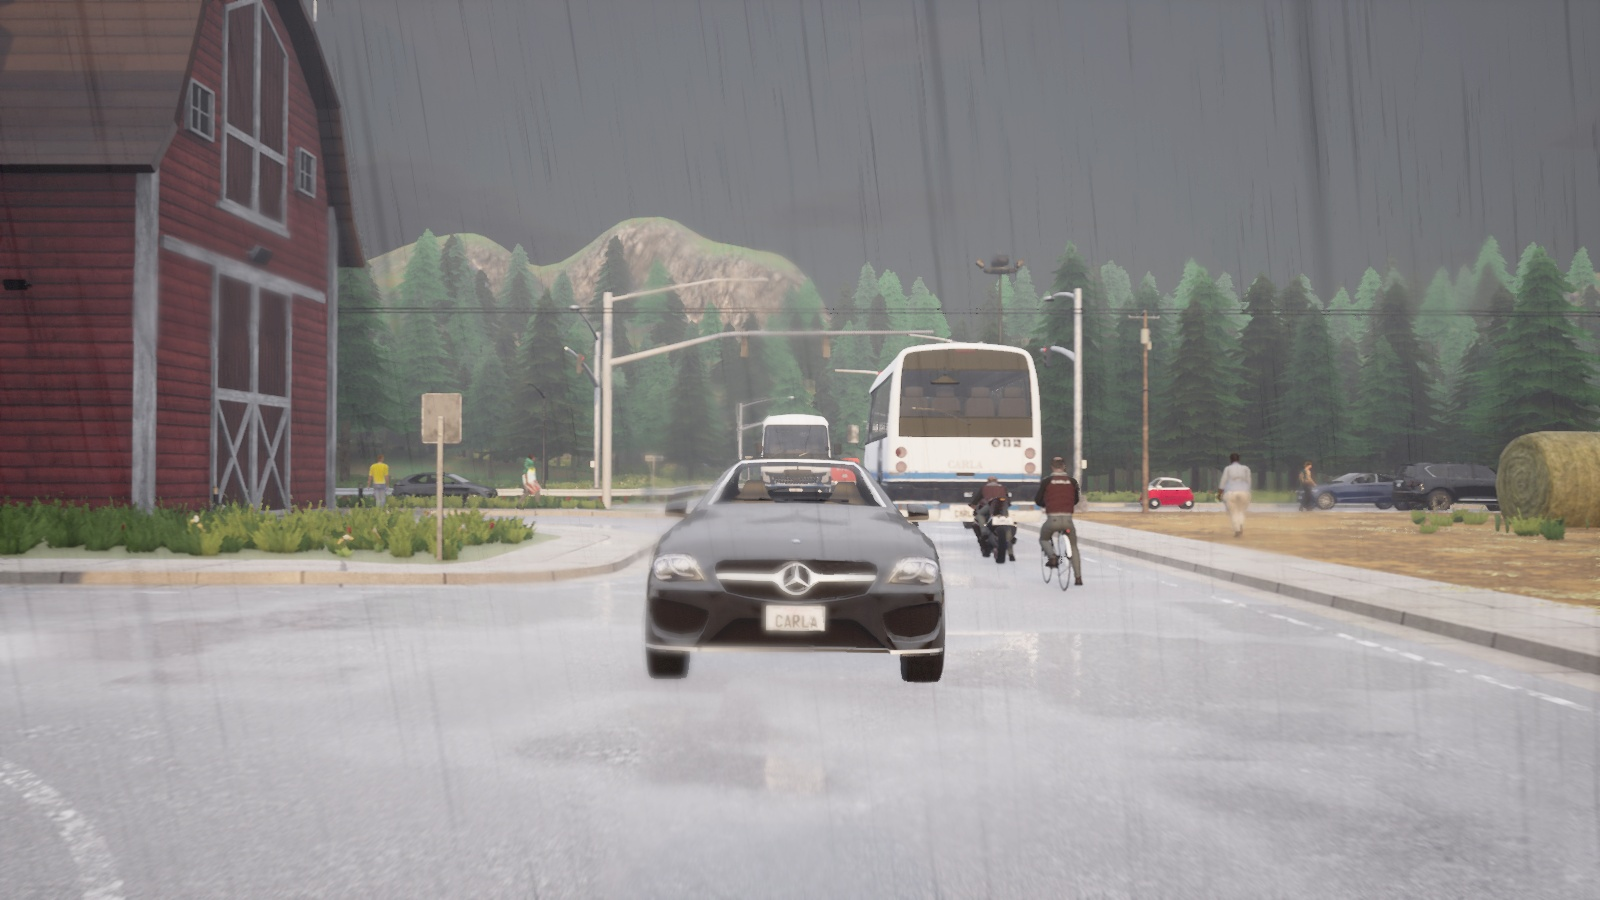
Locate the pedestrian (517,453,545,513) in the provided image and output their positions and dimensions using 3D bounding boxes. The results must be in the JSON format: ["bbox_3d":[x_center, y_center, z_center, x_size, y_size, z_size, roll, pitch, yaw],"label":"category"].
[{"bbox_3d":[-8.763,1.075,40.945,0.873,1.952,0.659,0,-1,-12],"label":"pedestrian"}]

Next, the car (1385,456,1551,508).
[{"bbox_3d":[27.030,1.305,50.954,5.566,2.045,2.150,0,-1,1],"label":"car"}]

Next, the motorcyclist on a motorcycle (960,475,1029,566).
[{"bbox_3d":[3.434,1.211,22.379,0.866,1.530,2.191,0,-1,0],"label":"motorcyclist on a motorcycle"}]

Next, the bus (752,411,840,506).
[{"bbox_3d":[-0.186,0.473,61.444,3.944,4.253,10.273,0,-1,0],"label":"bus"}]

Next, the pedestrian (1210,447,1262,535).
[{"bbox_3d":[9.355,0.881,26.980,0.874,1.855,0.900,0,-1,7],"label":"pedestrian"}]

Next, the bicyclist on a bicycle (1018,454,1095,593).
[{"bbox_3d":[3.449,0.956,17.031,0.659,1.776,1.843,0,-1,0],"label":"bicyclist on a bicycle"}]

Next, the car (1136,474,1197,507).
[{"bbox_3d":[15.923,1.747,54.617,2.207,1.376,1.481,0,-1,1],"label":"car"}]

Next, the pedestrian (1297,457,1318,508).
[{"bbox_3d":[18.377,1.164,45.498,0.594,1.836,0.345,0,-1,1],"label":"pedestrian"}]

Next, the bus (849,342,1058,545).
[{"bbox_3d":[3.402,-0.053,31.415,3.944,4.253,10.273,0,-1,0],"label":"bus"}]

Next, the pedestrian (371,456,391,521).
[{"bbox_3d":[-12.015,1.108,36.014,0.354,1.836,0.706,0,-1,-4],"label":"pedestrian"}]

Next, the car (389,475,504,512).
[{"bbox_3d":[-14.484,1.776,51.578,4.193,1.474,1.816,0,-1,1],"label":"car"}]

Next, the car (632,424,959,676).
[{"bbox_3d":[-0.031,0.716,10.817,2.152,1.651,5.027,0,-1,0],"label":"car"}]

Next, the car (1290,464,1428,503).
[{"bbox_3d":[24.197,1.435,54.496,5.027,1.651,2.152,0,-1,1],"label":"car"}]
